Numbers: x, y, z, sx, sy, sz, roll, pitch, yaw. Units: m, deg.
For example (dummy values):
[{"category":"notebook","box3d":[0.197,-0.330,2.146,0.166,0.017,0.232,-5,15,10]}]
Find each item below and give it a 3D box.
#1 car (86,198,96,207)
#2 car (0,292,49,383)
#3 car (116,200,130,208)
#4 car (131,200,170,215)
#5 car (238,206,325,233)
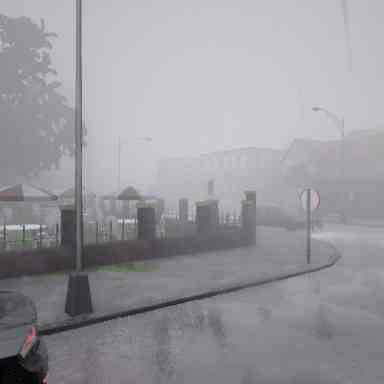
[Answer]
[{"category":"car","box3d":[-16.171,1.350,50.306,2.097,1.767,4.553,0,0,-36]},{"category":"car","box3d":[-3.530,1.491,2.020,4.902,1.511,2.128,0,0,-35]},{"category":"car","box3d":[-10.009,1.478,48.739,1.882,1.535,5.008,0,0,-35]},{"category":"car","box3d":[-4.024,1.505,33.163,1.837,1.490,4.892,0,0,-36]},{"category":"car","box3d":[5.216,1.547,20.254,2.033,1.411,5.357,0,0,-36]}]
